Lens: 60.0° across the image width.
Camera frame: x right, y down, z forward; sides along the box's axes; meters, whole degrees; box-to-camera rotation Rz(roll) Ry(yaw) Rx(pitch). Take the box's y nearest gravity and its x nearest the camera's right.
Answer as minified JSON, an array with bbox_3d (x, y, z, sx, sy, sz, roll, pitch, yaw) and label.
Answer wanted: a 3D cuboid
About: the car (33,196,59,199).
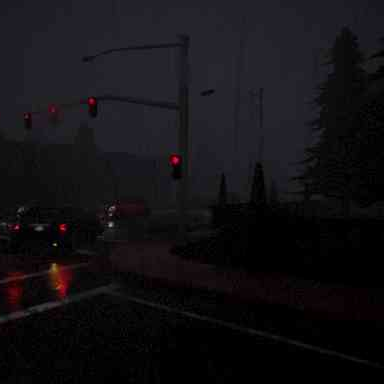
[{"bbox_3d":[-11.186,1.199,24.614,2.097,1.767,4.553,0,0,35],"label":"car"}]

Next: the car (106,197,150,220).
[{"bbox_3d":[-5.454,1.220,26.622,2.097,1.767,4.553,0,0,36],"label":"car"}]

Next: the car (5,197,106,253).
[{"bbox_3d":[-5.229,1.272,13.490,2.097,1.767,4.553,1,0,0],"label":"car"}]

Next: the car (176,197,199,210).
[{"bbox_3d":[0.042,1.337,40.274,2.128,1.511,4.902,0,0,36],"label":"car"}]

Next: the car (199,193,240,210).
[{"bbox_3d":[3.603,1.095,39.214,2.150,2.045,5.566,0,0,36],"label":"car"}]
